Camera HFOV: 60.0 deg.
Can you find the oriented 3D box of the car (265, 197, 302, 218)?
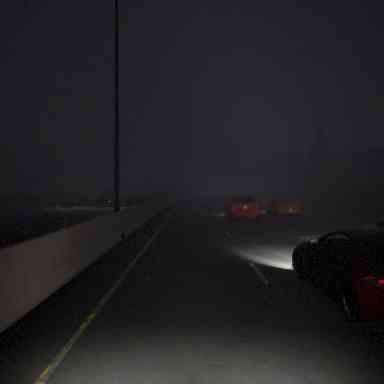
[{"bbox_3d":[7.084,1.129,26.291,1.882,1.535,5.008,0,1,0],"label":"car"}]

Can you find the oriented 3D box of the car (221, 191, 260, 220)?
[{"bbox_3d":[3.579,1.028,24.452,2.097,1.767,4.553,0,1,0],"label":"car"}]

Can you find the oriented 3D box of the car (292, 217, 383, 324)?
[{"bbox_3d":[3.573,1.470,6.971,1.994,1.385,4.181,0,1,0],"label":"car"}]
